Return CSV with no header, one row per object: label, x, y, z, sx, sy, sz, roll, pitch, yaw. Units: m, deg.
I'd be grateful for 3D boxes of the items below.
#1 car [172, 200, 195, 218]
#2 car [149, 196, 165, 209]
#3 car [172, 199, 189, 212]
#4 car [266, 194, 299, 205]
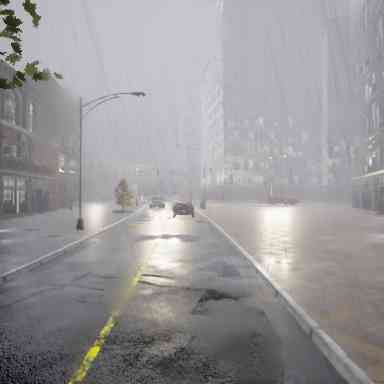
car,-0.817,1.482,30.774,1.882,1.535,5.008,0,0,-3
car,-4.672,1.352,44.900,2.097,1.767,4.553,0,0,-5
car,-1.500,1.607,40.650,1.895,1.301,4.718,0,0,-4
car,13.945,1.201,51.510,5.009,1.841,2.192,0,-1,15
